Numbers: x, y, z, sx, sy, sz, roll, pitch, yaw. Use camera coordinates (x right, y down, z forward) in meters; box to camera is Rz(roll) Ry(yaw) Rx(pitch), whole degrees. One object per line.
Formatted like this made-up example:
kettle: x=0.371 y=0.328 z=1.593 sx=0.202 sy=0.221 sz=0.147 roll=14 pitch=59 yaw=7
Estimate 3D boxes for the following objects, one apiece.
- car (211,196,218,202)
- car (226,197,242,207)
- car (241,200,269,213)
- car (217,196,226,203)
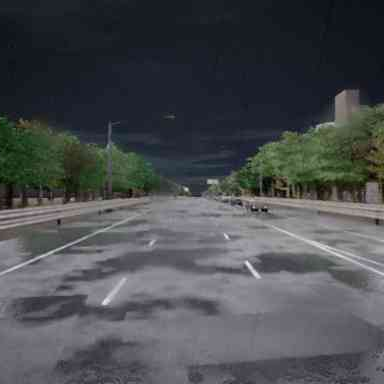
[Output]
car: x=7.226 y=1.948 z=91.060 sx=2.128 sy=1.511 sz=4.902 roll=0 pitch=-1 yaw=0
car: x=7.037 y=1.566 z=53.625 sx=1.837 sy=1.490 sz=4.892 roll=0 pitch=0 yaw=0
car: x=7.000 y=1.619 z=36.525 sx=1.895 sy=1.301 sz=4.718 roll=0 pitch=0 yaw=0
car: x=7.112 y=1.792 z=72.144 sx=1.895 sy=1.301 sz=4.718 roll=0 pitch=-1 yaw=0
